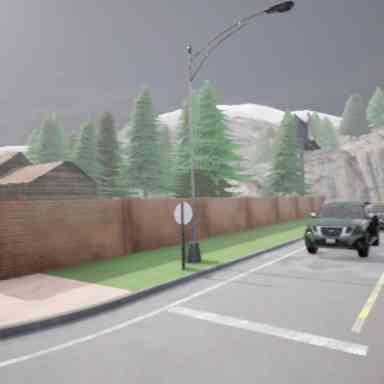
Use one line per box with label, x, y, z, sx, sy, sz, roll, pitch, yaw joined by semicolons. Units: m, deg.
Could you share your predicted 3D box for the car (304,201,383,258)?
car;6.589;1.430;14.256;2.150;2.045;5.566;-2;-2;35
